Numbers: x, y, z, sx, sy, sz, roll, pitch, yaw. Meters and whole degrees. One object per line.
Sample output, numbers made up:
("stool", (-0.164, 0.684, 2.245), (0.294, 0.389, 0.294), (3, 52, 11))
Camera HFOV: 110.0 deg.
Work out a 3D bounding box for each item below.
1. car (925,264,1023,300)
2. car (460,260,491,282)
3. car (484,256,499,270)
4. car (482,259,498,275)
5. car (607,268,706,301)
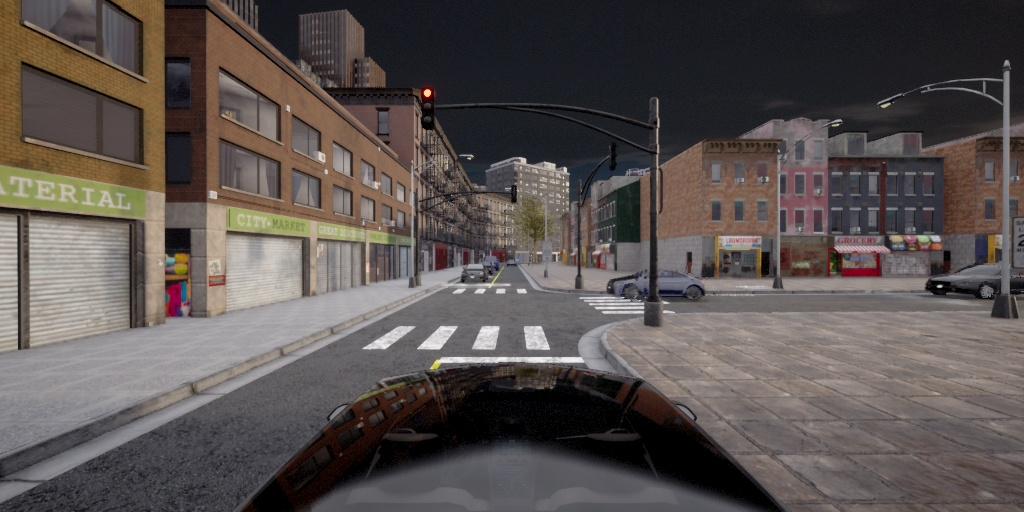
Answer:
("car", (21.818, 1.126, 16.267), (4.892, 1.490, 1.837), (0, 0, 0))
("car", (-2.908, 1.279, 28.673), (1.812, 1.442, 4.674), (0, 0, 0))
("car", (-2.948, 0.993, 49.726), (2.150, 2.045, 5.566), (0, 0, 1))
("car", (-2.943, 1.308, 39.105), (2.033, 1.411, 5.357), (0, 0, 0))
("car", (6.547, 1.264, 16.530), (4.181, 1.385, 1.994), (0, 0, 5))
